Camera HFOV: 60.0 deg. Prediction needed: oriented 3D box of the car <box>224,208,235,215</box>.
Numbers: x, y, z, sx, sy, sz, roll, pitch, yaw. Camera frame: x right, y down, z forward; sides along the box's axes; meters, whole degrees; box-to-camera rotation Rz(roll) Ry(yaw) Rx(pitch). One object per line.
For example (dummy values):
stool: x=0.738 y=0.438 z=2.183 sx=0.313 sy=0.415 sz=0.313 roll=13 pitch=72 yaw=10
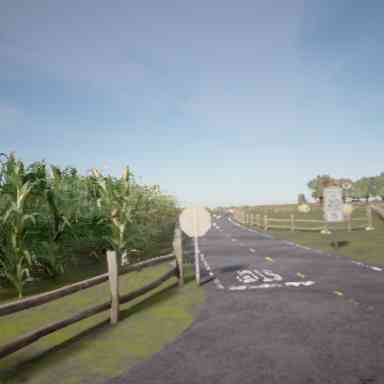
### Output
car: x=9.652 y=5.580 z=90.341 sx=2.033 sy=1.411 sz=5.357 roll=-3 pitch=-3 yaw=12
